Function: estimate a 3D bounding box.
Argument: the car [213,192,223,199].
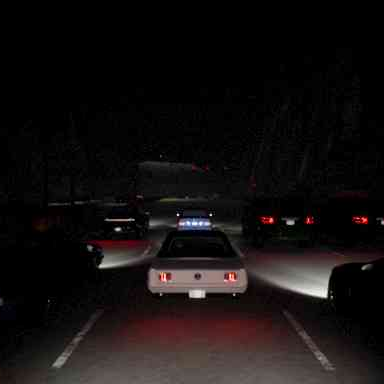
[{"bbox_3d":[7.390,0.910,93.163,2.150,2.045,5.566,0,1,1],"label":"car"}]

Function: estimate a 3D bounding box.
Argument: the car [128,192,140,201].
[{"bbox_3d":[-13.787,1.132,74.707,2.150,2.045,5.566,0,0,1],"label":"car"}]

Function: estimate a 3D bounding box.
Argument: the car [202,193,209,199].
[{"bbox_3d":[3.890,1.211,93.169,2.128,1.511,4.902,0,1,1],"label":"car"}]

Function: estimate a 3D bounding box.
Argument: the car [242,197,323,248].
[{"bbox_3d":[3.616,1.220,14.869,2.150,2.045,5.566,0,0,0],"label":"car"}]

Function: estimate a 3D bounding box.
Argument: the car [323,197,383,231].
[{"bbox_3d":[7.115,1.220,14.902,2.150,2.045,5.566,0,0,0],"label":"car"}]

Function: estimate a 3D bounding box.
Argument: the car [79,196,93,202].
[{"bbox_3d":[-24.291,1.506,74.366,1.895,1.301,4.718,0,0,1],"label":"car"}]

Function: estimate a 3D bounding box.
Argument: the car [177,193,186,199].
[{"bbox_3d":[-3.110,1.163,93.230,1.882,1.535,5.008,0,1,1],"label":"car"}]

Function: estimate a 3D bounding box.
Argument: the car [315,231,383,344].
[{"bbox_3d":[3.605,1.564,4.815,1.994,1.385,4.181,0,0,0],"label":"car"}]

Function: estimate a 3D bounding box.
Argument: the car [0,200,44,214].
[{"bbox_3d":[-17.436,1.550,34.224,5.357,1.411,2.033,0,0,-5],"label":"car"}]

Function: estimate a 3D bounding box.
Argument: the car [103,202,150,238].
[{"bbox_3d":[-3.372,1.490,17.529,2.128,1.511,4.902,0,0,0],"label":"car"}]

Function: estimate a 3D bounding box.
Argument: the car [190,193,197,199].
[{"bbox_3d":[0.394,1.236,93.579,1.994,1.385,4.181,0,1,1],"label":"car"}]

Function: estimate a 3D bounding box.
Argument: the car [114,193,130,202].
[{"bbox_3d":[-13.880,1.459,64.614,1.837,1.490,4.892,0,0,0],"label":"car"}]

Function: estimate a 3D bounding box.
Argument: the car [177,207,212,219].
[{"bbox_3d":[0.128,1.546,18.219,2.033,1.411,5.357,0,0,0],"label":"car"}]

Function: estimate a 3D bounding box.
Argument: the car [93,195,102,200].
[{"bbox_3d":[-24.194,1.365,84.438,1.994,1.385,4.181,0,1,1],"label":"car"}]

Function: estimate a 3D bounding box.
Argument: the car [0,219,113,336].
[{"bbox_3d":[-3.391,1.547,6.953,2.033,1.411,5.357,0,0,0],"label":"car"}]

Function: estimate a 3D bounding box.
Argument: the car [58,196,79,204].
[{"bbox_3d":[-24.379,1.431,64.684,1.882,1.535,5.008,0,0,0],"label":"car"}]

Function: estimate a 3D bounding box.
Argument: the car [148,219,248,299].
[{"bbox_3d":[0.111,1.600,8.384,1.895,1.301,4.718,0,0,0],"label":"car"}]

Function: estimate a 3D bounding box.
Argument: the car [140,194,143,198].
[{"bbox_3d":[-13.690,1.329,84.887,1.812,1.442,4.674,0,1,1],"label":"car"}]
